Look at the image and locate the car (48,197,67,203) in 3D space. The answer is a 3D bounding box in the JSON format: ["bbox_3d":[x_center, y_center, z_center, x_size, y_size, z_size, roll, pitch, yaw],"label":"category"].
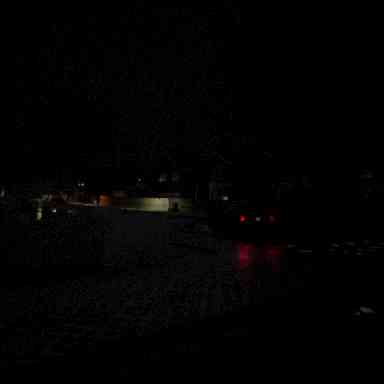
[{"bbox_3d":[-18.908,1.509,46.740,1.837,1.490,4.892,0,0,-35],"label":"car"}]

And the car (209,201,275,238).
[{"bbox_3d":[2.548,1.337,17.975,2.097,1.767,4.553,0,0,-17],"label":"car"}]
